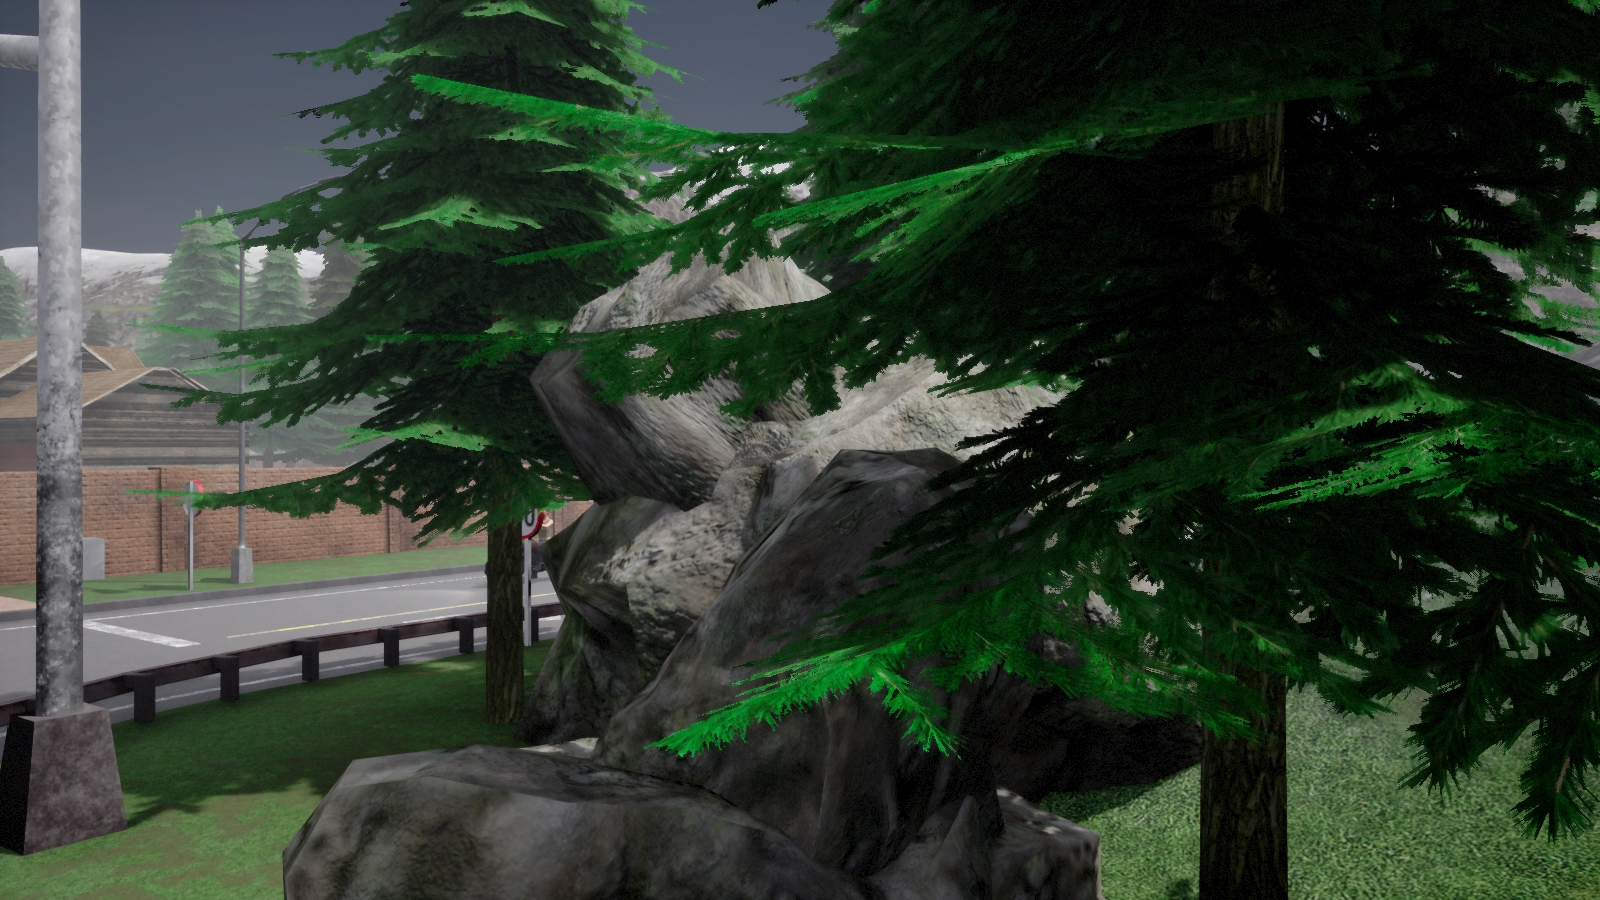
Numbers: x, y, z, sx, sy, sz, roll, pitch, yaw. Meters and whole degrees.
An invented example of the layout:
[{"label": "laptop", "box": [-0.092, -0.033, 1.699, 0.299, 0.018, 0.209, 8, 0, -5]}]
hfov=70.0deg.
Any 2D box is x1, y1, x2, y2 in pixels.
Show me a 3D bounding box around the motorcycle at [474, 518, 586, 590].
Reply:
[{"label": "motorcycle", "box": [-5.636, 2.150, 24.014, 0.764, 1.277, 2.356, 0, 0, 36]}]
